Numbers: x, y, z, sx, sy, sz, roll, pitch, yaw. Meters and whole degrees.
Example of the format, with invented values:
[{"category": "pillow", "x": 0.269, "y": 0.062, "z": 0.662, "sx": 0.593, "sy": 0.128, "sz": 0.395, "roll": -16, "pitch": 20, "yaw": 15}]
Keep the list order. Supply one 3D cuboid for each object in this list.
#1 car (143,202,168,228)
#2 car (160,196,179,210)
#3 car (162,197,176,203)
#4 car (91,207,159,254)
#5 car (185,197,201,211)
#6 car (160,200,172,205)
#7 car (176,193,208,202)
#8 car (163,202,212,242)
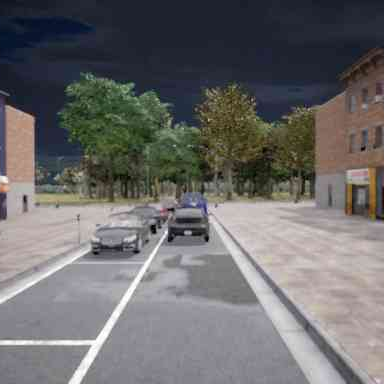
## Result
[{"category": "car", "x": -2.645, "y": 1.490, "z": 18.512, "sx": 1.947, "sy": 1.339, "sz": 4.313, "roll": -1, "pitch": 0, "yaw": 0}, {"category": "car", "x": -2.644, "y": 1.280, "z": 40.251, "sx": 1.967, "sy": 1.590, "sz": 4.097, "roll": -1, "pitch": 0, "yaw": 0}, {"category": "car", "x": -2.643, "y": 1.427, "z": 34.816, "sx": 1.947, "sy": 1.339, "sz": 4.313, "roll": -1, "pitch": 0, "yaw": 0}, {"category": "car", "x": -2.645, "y": 1.496, "z": 13.077, "sx": 2.008, "sy": 1.369, "sz": 4.403, "roll": -1, "pitch": 0, "yaw": 0}, {"category": "car", "x": 0.061, "y": 1.348, "z": 39.483, "sx": 1.837, "sy": 1.490, "sz": 4.892, "roll": 0, "pitch": 0, "yaw": -1}, {"category": "car", "x": -2.644, "y": 1.485, "z": 23.947, "sx": 1.802, "sy": 1.307, "sz": 4.206, "roll": -1, "pitch": 0, "yaw": 0}, {"category": "car", "x": 0.100, "y": 1.111, "z": 27.349, "sx": 2.150, "sy": 2.045, "sz": 5.566, "roll": 0, "pitch": 0, "yaw": 0}, {"category": "car", "x": -0.115, "y": 1.437, "z": 16.072, "sx": 1.837, "sy": 1.490, "sz": 4.892, "roll": 0, "pitch": 0, "yaw": 1}]
